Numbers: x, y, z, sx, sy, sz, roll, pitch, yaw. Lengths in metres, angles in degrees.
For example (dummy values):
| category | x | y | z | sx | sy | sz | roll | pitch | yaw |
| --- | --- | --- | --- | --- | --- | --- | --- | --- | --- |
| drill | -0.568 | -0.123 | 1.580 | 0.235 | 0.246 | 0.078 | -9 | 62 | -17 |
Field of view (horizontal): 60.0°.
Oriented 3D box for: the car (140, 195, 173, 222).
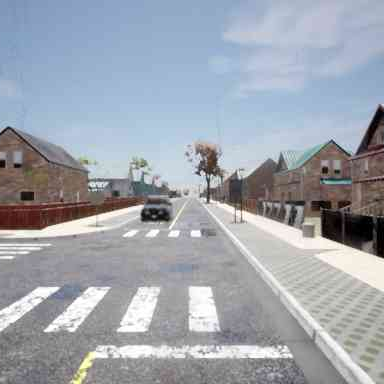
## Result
| category | x | y | z | sx | sy | sz | roll | pitch | yaw |
| --- | --- | --- | --- | --- | --- | --- | --- | --- | --- |
| car | -2.729 | 1.345 | 26.632 | 2.150 | 2.045 | 5.566 | 0 | 2 | 0 |
